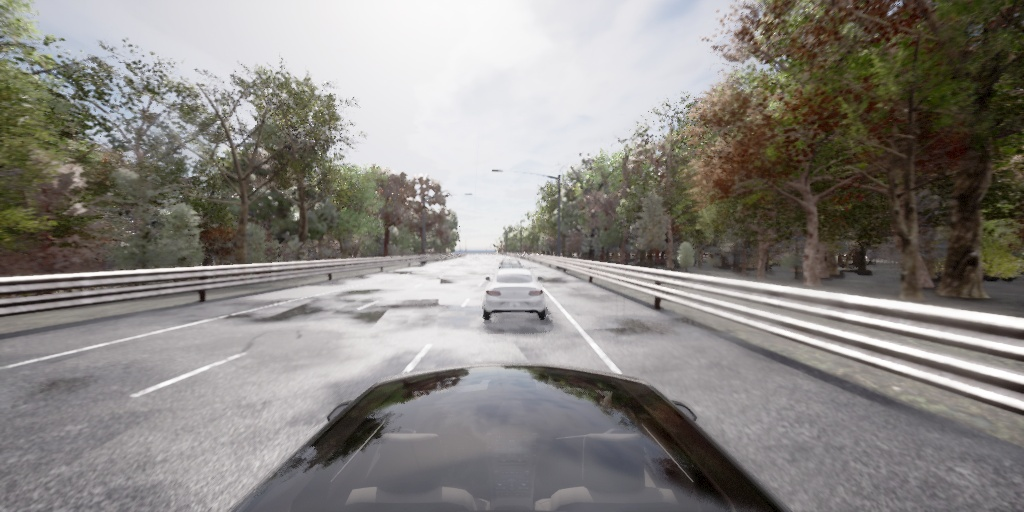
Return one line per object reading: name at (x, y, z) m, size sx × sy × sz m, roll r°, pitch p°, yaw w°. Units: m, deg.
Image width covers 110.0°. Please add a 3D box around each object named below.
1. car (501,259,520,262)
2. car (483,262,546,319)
car at (-0.136, 0.907, 29.222) m, size 1.895 × 1.301 × 4.718 m, roll 0°, pitch 1°, yaw -1°
car at (0.064, 1.109, 11.876) m, size 1.812 × 1.442 × 4.674 m, roll 0°, pitch 1°, yaw 0°
